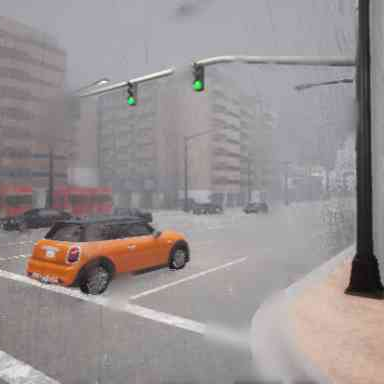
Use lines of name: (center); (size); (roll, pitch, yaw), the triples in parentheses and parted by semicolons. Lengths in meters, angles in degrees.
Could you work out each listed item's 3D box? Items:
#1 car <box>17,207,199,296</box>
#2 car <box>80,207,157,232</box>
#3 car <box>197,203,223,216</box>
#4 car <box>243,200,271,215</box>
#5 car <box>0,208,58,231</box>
car: (-2.016, 1.450, 9.337); (2.097, 1.767, 4.553); (-1, -1, 35)
car: (-5.027, 1.833, 23.497); (2.033, 1.411, 5.357); (-1, -1, 35)
car: (1.916, 2.045, 39.463); (1.837, 1.490, 4.892); (-1, -1, 35)
car: (8.281, 2.101, 42.405); (1.837, 1.490, 4.892); (-1, -2, 35)
car: (-10.215, 1.801, 22.218); (1.812, 1.442, 4.674); (-1, -1, 35)
